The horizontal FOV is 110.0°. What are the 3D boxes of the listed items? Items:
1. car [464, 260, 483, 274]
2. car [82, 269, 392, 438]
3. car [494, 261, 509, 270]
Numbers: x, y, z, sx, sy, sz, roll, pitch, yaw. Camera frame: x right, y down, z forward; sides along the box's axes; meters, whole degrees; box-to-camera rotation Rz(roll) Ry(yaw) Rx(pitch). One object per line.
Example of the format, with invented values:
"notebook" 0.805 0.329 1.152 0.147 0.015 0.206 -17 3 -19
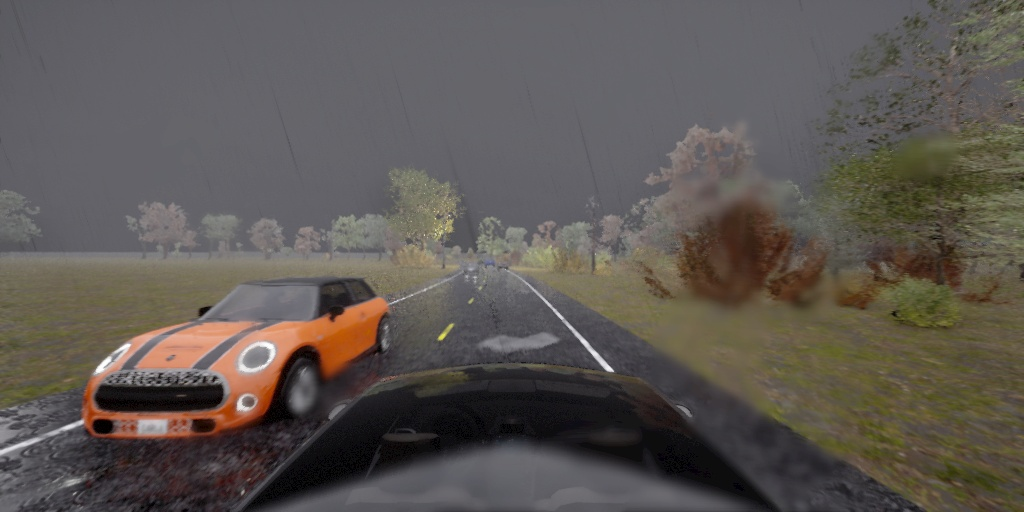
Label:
"car" -5.187 1.574 46.600 2.128 1.511 4.902 0 0 -4
"car" -3.634 1.144 5.853 2.097 1.767 4.553 0 0 0
"car" -1.632 1.664 62.059 1.837 1.490 4.892 0 0 -5
